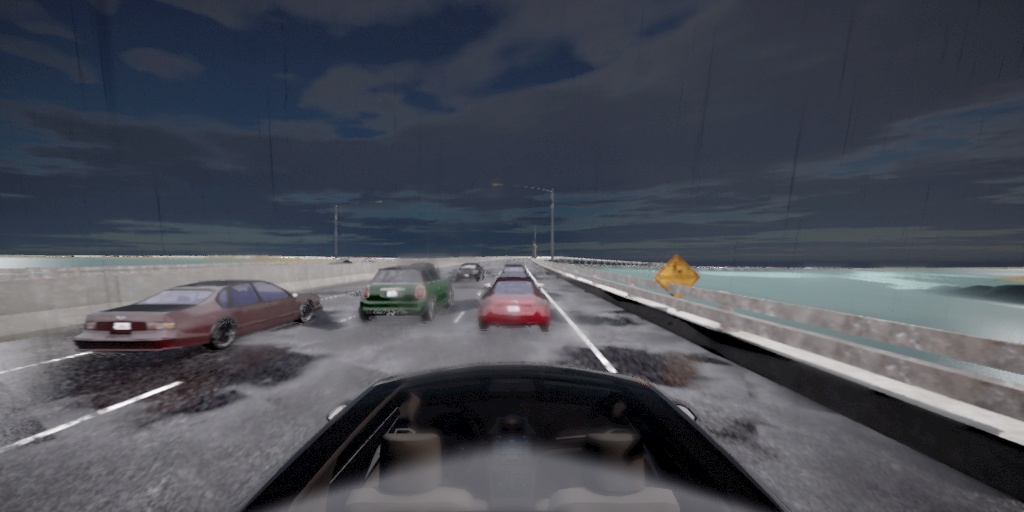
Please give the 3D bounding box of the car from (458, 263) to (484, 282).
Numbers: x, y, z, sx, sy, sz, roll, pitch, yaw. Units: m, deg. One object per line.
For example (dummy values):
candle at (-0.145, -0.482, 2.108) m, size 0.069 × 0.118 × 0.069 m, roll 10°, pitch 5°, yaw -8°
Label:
car at (-3.275, 1.270, 28.641) m, size 1.812 × 1.442 × 4.674 m, roll 0°, pitch 0°, yaw 1°

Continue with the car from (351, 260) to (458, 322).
car at (-3.401, 1.100, 12.391) m, size 2.097 × 1.767 × 4.553 m, roll 0°, pitch 0°, yaw 1°

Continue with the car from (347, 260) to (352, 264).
car at (-20.614, 1.278, 50.551) m, size 2.033 × 1.411 × 5.357 m, roll 0°, pitch 0°, yaw 2°

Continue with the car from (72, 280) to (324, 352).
car at (-6.940, 1.297, 8.923) m, size 2.033 × 1.411 × 5.357 m, roll 0°, pitch 0°, yaw 1°

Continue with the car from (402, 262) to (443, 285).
car at (-6.791, 1.252, 27.727) m, size 1.837 × 1.490 × 4.892 m, roll 0°, pitch 1°, yaw 1°

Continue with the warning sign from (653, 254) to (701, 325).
warning sign at (4.565, 0.867, 9.907) m, size 1.300 × 1.860 × 1.060 m, roll 0°, pitch 0°, yaw 0°

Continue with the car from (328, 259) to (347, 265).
car at (-24.110, 1.235, 50.617) m, size 1.837 × 1.490 × 4.892 m, roll 0°, pitch 0°, yaw 1°

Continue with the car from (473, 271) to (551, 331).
car at (0.082, 1.313, 11.057) m, size 1.994 × 1.385 × 4.181 m, roll 0°, pitch 0°, yaw 1°

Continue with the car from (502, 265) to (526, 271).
car at (0.145, 1.295, 23.826) m, size 2.033 × 1.411 × 5.357 m, roll 0°, pitch 0°, yaw 1°
